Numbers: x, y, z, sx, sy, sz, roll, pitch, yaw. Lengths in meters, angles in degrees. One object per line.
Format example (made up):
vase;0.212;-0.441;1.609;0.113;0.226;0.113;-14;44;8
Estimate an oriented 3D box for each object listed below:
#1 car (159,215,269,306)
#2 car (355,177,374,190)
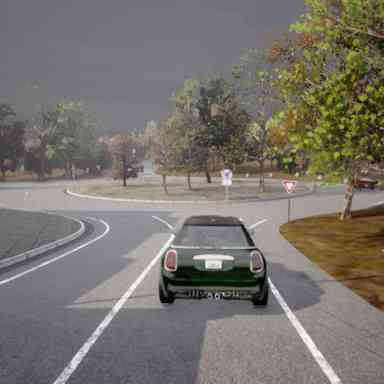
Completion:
car;0.491;1.333;8.200;2.097;1.767;4.553;0;0;3
car;20.758;-1.112;40.938;1.882;1.535;5.008;2;5;12
